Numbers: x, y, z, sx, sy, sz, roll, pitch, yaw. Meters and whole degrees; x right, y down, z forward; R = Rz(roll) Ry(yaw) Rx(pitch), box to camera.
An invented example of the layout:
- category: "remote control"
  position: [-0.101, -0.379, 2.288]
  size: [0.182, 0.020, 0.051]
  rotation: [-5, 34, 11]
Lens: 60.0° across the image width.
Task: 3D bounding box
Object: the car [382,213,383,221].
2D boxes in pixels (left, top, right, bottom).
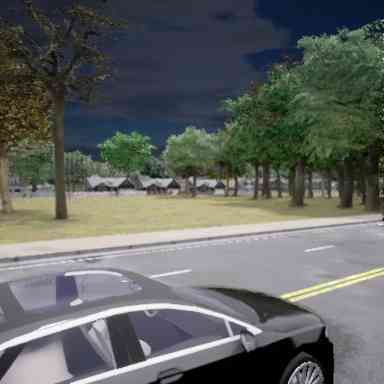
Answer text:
- category: "car"
  position: [14.594, 1.569, 22.089]
  size: [4.718, 1.301, 1.895]
  rotation: [0, 0, -35]

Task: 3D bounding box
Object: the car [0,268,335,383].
- category: "car"
  position: [-0.684, 1.490, 2.953]
  size: [4.902, 1.511, 2.128]
  rotation: [0, 0, -36]
